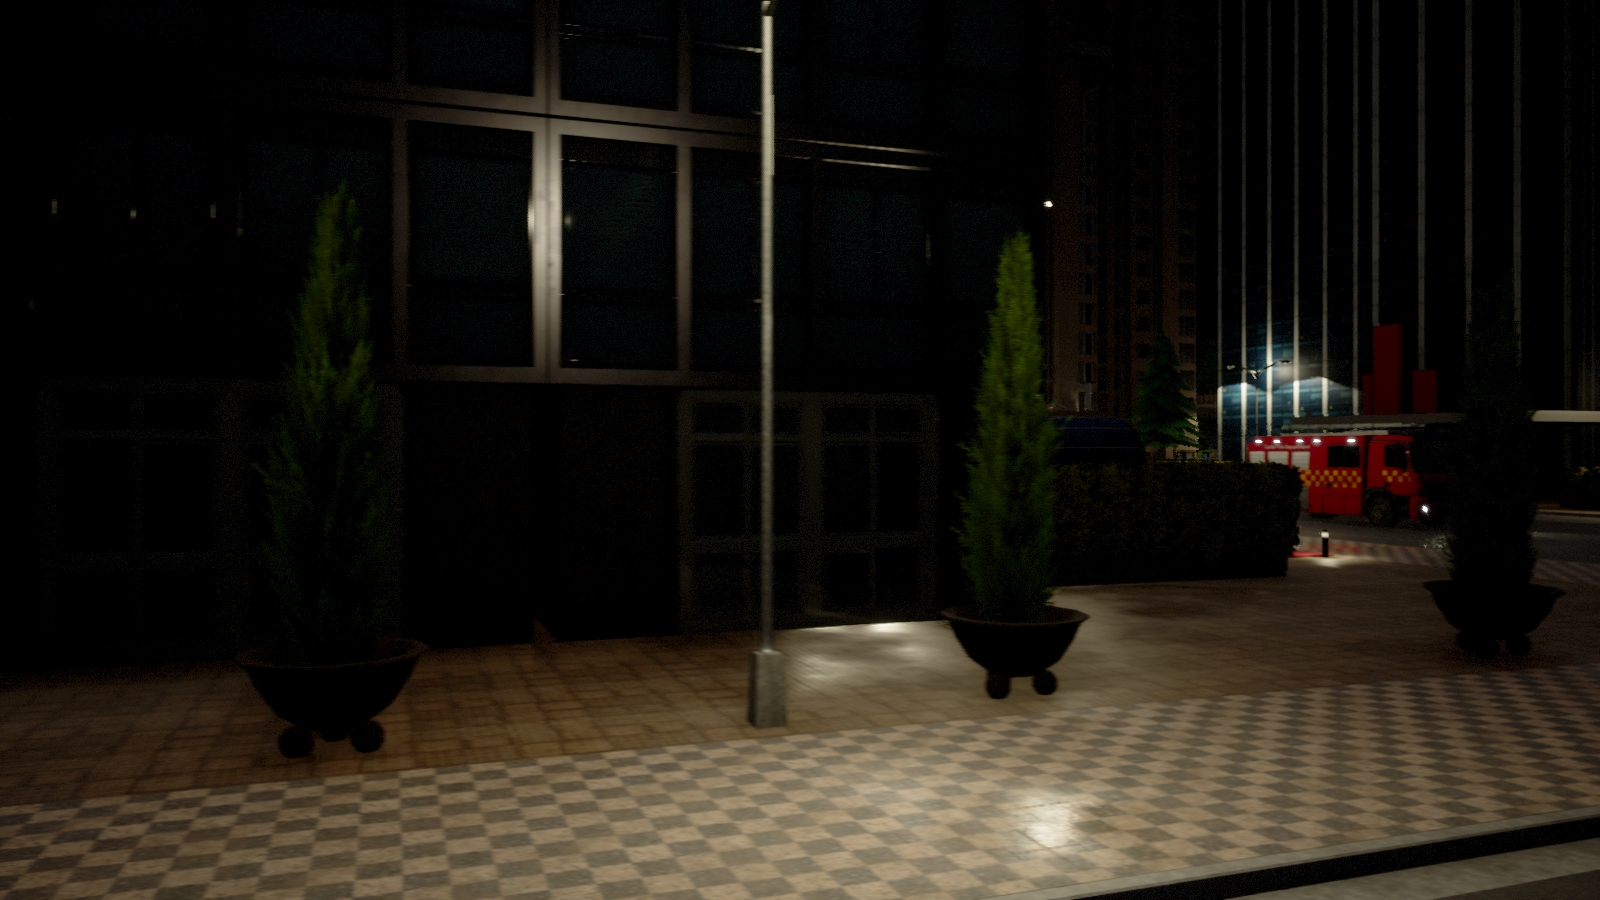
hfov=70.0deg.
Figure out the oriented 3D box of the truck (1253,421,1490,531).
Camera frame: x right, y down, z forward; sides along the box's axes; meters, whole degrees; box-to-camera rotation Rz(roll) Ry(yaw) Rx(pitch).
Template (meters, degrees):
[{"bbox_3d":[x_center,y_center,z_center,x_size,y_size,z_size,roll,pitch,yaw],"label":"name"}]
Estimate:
[{"bbox_3d":[21.652,0.895,43.982,2.891,3.827,8.468,0,0,-20],"label":"truck"}]
